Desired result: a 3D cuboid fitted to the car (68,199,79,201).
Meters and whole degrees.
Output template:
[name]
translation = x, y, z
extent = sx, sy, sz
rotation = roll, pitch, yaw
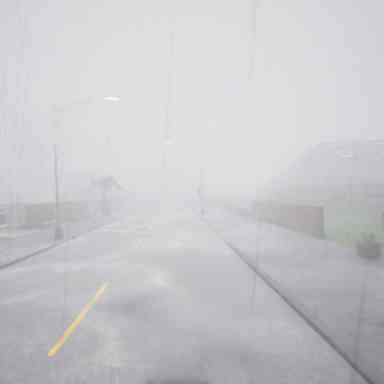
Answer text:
[car]
translation = -22.533, 2.356, 61.712
extent = 1.905, 1.878, 3.866
rotation = -3, 0, 32
